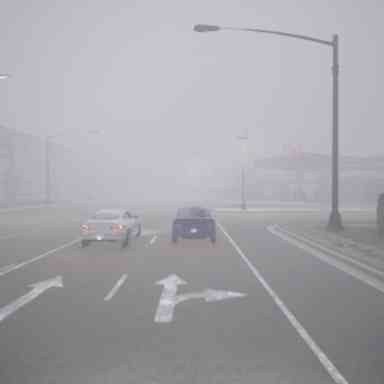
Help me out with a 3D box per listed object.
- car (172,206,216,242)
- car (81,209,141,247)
[{"bbox_3d":[0.087,1.397,15.874,1.882,1.535,5.008,0,0,0],"label":"car"},{"bbox_3d":[-3.419,1.454,14.563,1.812,1.442,4.674,0,0,0],"label":"car"}]
